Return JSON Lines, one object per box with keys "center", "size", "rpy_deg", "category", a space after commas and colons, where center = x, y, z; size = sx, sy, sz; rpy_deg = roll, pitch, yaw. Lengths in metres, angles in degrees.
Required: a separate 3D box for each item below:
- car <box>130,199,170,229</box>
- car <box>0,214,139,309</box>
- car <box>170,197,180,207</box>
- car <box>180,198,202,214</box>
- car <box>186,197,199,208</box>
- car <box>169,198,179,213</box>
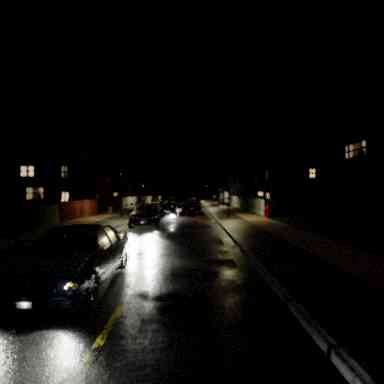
{"center": [-2.834, 1.462, 21.497], "size": [2.128, 1.511, 4.902], "rpy_deg": [0, 0, 0], "category": "car"}
{"center": [-2.848, 1.531, 8.306], "size": [2.033, 1.411, 5.357], "rpy_deg": [0, 0, 0], "category": "car"}
{"center": [-2.738, 1.421, 50.441], "size": [1.895, 1.301, 4.718], "rpy_deg": [0, 0, 0], "category": "car"}
{"center": [0.013, 1.461, 34.783], "size": [1.882, 1.535, 5.008], "rpy_deg": [0, 0, 0], "category": "car"}
{"center": [0.045, 1.540, 47.943], "size": [1.812, 1.442, 4.674], "rpy_deg": [0, 0, 1], "category": "car"}
{"center": [-2.760, 1.588, 36.540], "size": [1.895, 1.301, 4.718], "rpy_deg": [0, 0, 0], "category": "car"}
